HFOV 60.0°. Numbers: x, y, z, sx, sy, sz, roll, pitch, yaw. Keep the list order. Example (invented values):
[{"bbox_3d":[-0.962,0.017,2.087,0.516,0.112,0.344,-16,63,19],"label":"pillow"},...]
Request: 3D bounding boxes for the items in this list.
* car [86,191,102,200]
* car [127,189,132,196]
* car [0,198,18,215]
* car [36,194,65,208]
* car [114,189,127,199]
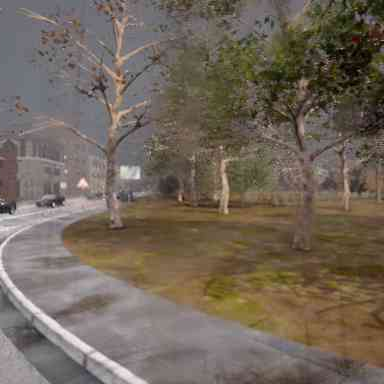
[{"bbox_3d":[-16.852,0.575,57.511,1.837,1.490,4.892,0,1,-1],"label":"car"},{"bbox_3d":[-13.893,0.122,70.398,2.128,1.511,4.902,0,1,-1],"label":"car"},{"bbox_3d":[-16.144,1.268,27.122,2.128,1.511,4.902,0,1,-1],"label":"car"},{"bbox_3d":[-16.450,0.984,38.911,1.882,1.535,5.008,0,1,-1],"label":"car"},{"bbox_3d":[-13.656,0.556,60.400,1.994,1.385,4.181,0,1,-1],"label":"car"}]
